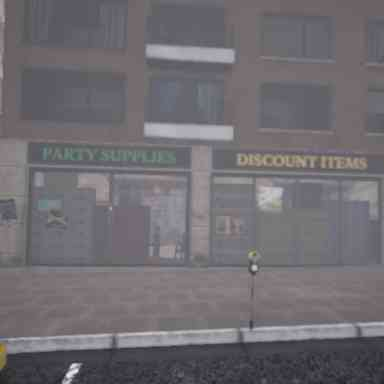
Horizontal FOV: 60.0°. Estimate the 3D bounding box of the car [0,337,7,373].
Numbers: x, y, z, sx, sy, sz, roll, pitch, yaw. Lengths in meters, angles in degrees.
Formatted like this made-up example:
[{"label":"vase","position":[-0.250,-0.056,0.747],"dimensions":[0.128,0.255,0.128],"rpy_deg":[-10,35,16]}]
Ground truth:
[{"label":"car","position":[-4.474,1.656,3.088],"dimensions":[4.829,1.417,1.752],"rpy_deg":[0,0,-5]}]
